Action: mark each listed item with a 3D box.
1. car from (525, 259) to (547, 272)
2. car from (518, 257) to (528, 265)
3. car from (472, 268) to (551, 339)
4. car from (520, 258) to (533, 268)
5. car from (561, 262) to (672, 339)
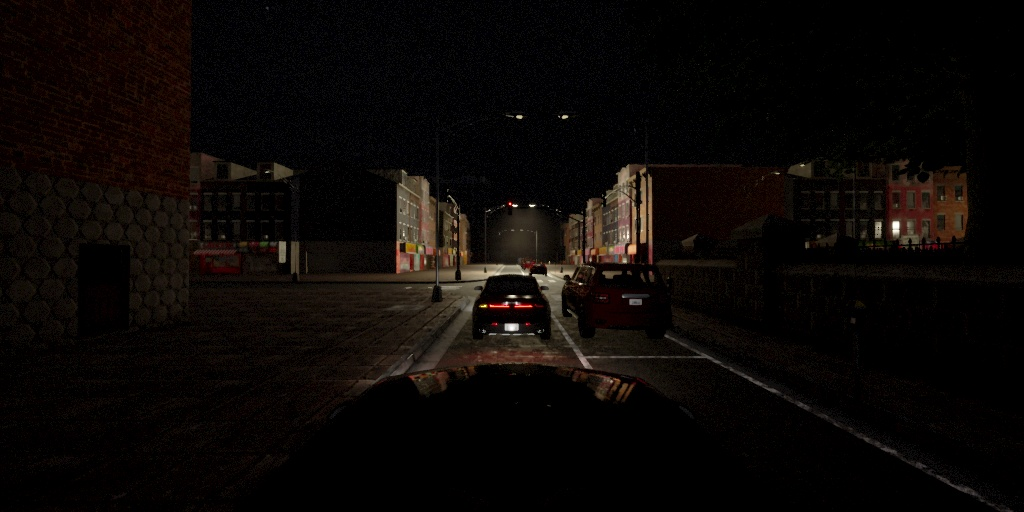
[{"bbox_3d":[2.589,1.334,36.472,1.888,1.381,4.507,0,0,0],"label":"car"},{"bbox_3d":[2.557,1.158,58.221,2.192,1.841,5.009,0,0,0],"label":"car"},{"bbox_3d":[-0.011,1.258,10.001,1.837,1.490,4.892,0,0,0],"label":"car"},{"bbox_3d":[2.565,1.372,52.784,1.888,1.381,4.507,0,0,0],"label":"car"},{"bbox_3d":[2.626,1.068,10.043,2.192,1.841,5.009,0,0,0],"label":"car"}]
